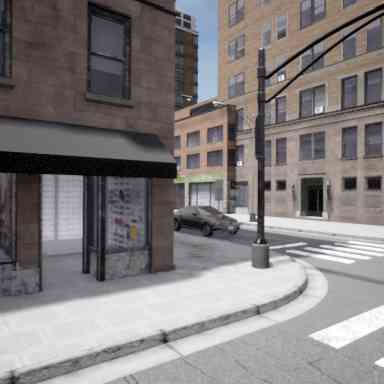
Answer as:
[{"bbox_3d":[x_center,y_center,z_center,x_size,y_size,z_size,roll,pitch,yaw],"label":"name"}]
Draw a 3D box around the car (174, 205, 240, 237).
[{"bbox_3d":[0.555,1.454,17.889,1.812,1.442,4.674,1,0,-34],"label":"car"}]
